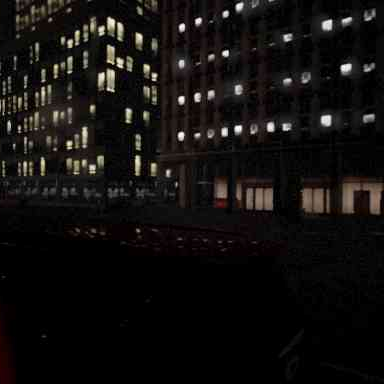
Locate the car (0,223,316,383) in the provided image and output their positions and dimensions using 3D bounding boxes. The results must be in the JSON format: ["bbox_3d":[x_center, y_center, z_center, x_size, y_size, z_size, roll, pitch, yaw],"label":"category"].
[{"bbox_3d":[-1.234,1.296,3.747,5.009,1.841,2.192,0,1,36],"label":"car"}]
